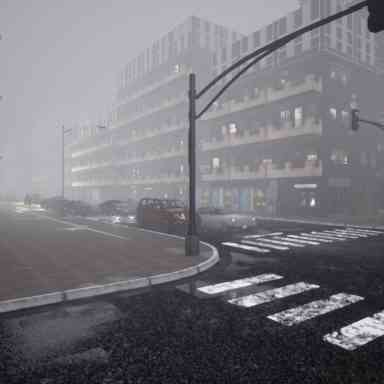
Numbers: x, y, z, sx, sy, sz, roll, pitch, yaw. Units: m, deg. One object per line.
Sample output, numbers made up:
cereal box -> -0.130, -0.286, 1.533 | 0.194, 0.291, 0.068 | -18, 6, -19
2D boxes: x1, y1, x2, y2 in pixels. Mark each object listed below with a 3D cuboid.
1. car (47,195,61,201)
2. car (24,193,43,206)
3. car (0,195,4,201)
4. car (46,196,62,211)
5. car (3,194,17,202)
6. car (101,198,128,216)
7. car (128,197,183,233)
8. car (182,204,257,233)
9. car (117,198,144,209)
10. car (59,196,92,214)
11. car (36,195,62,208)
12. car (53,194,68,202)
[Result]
car -> -31.234, 1.378, 75.086 | 2.008, 1.369, 4.403 | 0, 0, -36
car -> -24.764, 1.161, 51.811 | 2.192, 1.841, 5.009 | 0, 0, -36
car -> -41.345, 1.269, 74.773 | 1.967, 1.590, 4.097 | 0, 0, -36
car -> -14.817, 1.451, 38.034 | 1.947, 1.339, 4.313 | 0, 0, -36
car -> -38.029, 1.412, 70.181 | 1.802, 1.307, 4.206 | 0, 0, -36
car -> -7.324, 1.434, 32.085 | 1.812, 1.442, 4.674 | 0, 0, -36
car -> -1.552, 1.263, 19.663 | 2.192, 1.841, 5.009 | 0, 0, -36
car -> 1.603, 1.555, 19.584 | 1.895, 1.301, 4.718 | 0, 0, -34
car -> -8.023, 1.465, 42.941 | 1.802, 1.307, 4.206 | 0, 0, -36
car -> -11.501, 1.444, 33.441 | 1.887, 1.381, 4.507 | 0, 0, -36
car -> -18.134, 1.436, 42.628 | 1.947, 1.339, 4.313 | 0, 0, -36
car -> -27.919, 1.269, 70.495 | 1.967, 1.590, 4.097 | 0, 0, -36
